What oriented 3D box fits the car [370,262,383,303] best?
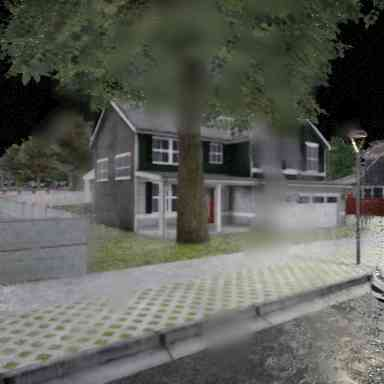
[{"bbox_3d":[5.679,1.532,6.980,4.674,1.442,1.812,0,0,-34],"label":"car"}]
